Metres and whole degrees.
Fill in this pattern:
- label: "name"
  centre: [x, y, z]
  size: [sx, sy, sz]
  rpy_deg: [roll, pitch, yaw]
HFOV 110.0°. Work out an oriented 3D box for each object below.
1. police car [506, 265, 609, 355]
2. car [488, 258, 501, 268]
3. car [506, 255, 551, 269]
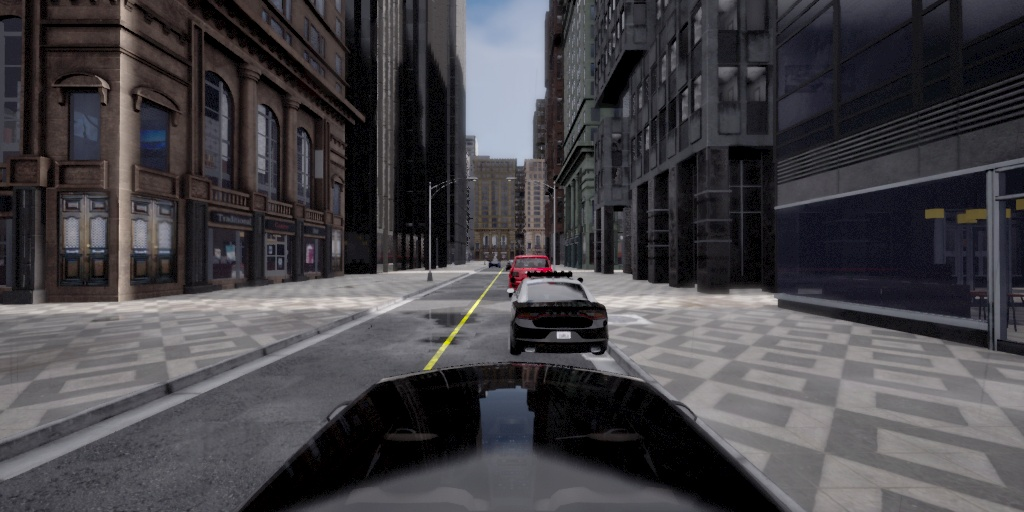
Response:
- label: "police car"
  centre: [0.906, 1.179, 8.844]
  size: [1.930, 1.638, 5.238]
  rpy_deg: [0, 0, 0]
- label: "car"
  centre: [-2.931, 1.197, 61.033]
  size: [2.097, 1.767, 4.553]
  rpy_deg: [0, 0, 0]
- label: "car"
  centre: [0.919, 0.985, 18.765]
  size: [2.150, 2.045, 5.566]
  rpy_deg: [0, 0, 0]
